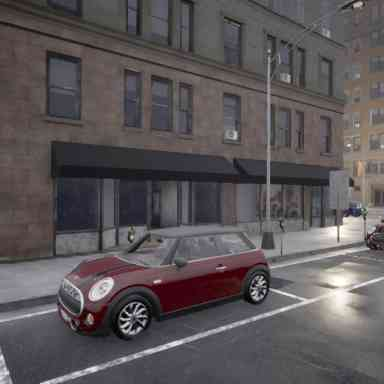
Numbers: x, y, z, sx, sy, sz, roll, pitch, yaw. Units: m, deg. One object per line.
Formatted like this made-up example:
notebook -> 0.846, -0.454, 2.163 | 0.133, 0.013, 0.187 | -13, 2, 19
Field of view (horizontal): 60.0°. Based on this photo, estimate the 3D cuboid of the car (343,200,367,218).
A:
car -> 12.325, 1.124, 29.458 | 2.150, 2.045, 5.566 | 1, 0, -36

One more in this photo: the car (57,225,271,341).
car -> -0.411, 1.441, 6.473 | 4.097, 1.590, 1.967 | 0, 0, -36

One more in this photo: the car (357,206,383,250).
car -> 8.516, 1.445, 12.879 | 4.097, 1.590, 1.967 | 0, 0, -36

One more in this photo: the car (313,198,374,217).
car -> 14.453, 1.416, 32.055 | 2.128, 1.511, 4.902 | 1, 0, -36
